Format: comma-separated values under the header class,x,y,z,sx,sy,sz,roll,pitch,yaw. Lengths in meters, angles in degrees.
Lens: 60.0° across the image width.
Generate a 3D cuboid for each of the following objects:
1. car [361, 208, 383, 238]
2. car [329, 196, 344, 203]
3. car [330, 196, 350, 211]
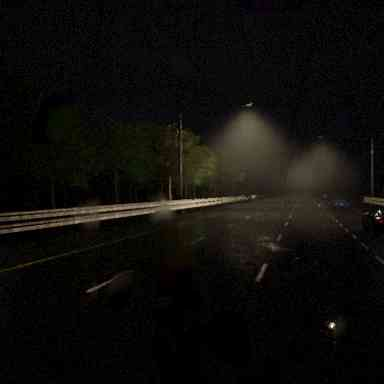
class,x,y,z,sx,sy,sz,roll,pitch,yaw
car,10.168,1.543,17.319,1.994,1.385,4.181,0,0,18
car,28.924,1.475,66.463,1.994,1.385,4.181,0,0,33
car,17.761,1.496,40.090,2.033,1.411,5.357,0,0,18
